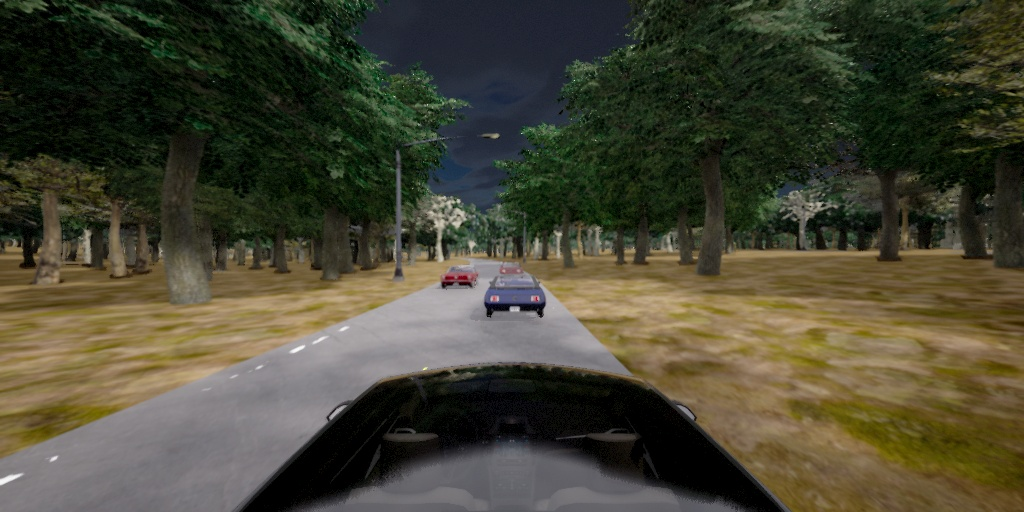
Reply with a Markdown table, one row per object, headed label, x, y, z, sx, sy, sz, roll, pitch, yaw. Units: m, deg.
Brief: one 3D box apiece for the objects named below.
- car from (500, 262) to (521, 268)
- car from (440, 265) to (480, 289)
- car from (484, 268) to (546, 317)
| label | x | y | z | sx | sy | sz | roll | pitch | yaw |
| --- | --- | --- | --- | --- | --- | --- | --- | --- | --- |
| car | -0.138 | 1.171 | 30.412 | 1.895 | 1.301 | 4.718 | 0 | 0 | -2 |
| car | -3.076 | 1.228 | 21.817 | 1.895 | 1.301 | 4.718 | 0 | 0 | -1 |
| car | 0.096 | 1.284 | 12.860 | 1.895 | 1.301 | 4.718 | 0 | 0 | 0 |
